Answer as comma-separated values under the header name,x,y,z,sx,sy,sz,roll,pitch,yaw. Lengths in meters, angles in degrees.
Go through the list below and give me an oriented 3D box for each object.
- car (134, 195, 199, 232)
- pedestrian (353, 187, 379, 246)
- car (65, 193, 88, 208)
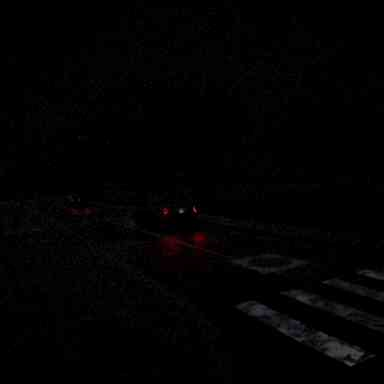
name,x,y,z,sx,sy,sz,roll,pitch,yaw
car,-1.538,0.973,17.959,2.097,1.767,4.553,-4,2,-29
pedestrian,5.277,0.674,10.083,0.375,1.860,0.375,-3,2,-29
car,-14.642,1.001,41.930,2.097,1.767,4.553,-4,2,-29
